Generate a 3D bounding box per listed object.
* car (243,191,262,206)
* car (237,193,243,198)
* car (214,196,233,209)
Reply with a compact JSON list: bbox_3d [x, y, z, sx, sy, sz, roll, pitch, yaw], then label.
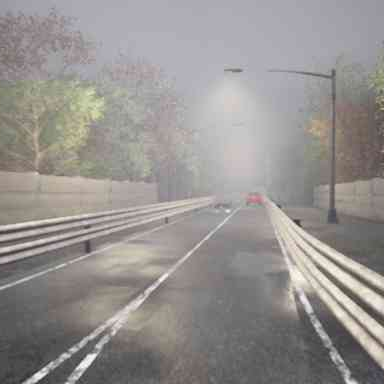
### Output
[{"bbox_3d":[9.100,0.906,48.841,2.150,2.045,5.566,0,0,11],"label":"car"},{"bbox_3d":[11.863,0.938,78.948,1.837,1.490,4.892,0,-1,11],"label":"car"},{"bbox_3d":[3.769,1.236,39.314,2.033,1.411,5.357,0,0,12],"label":"car"}]
